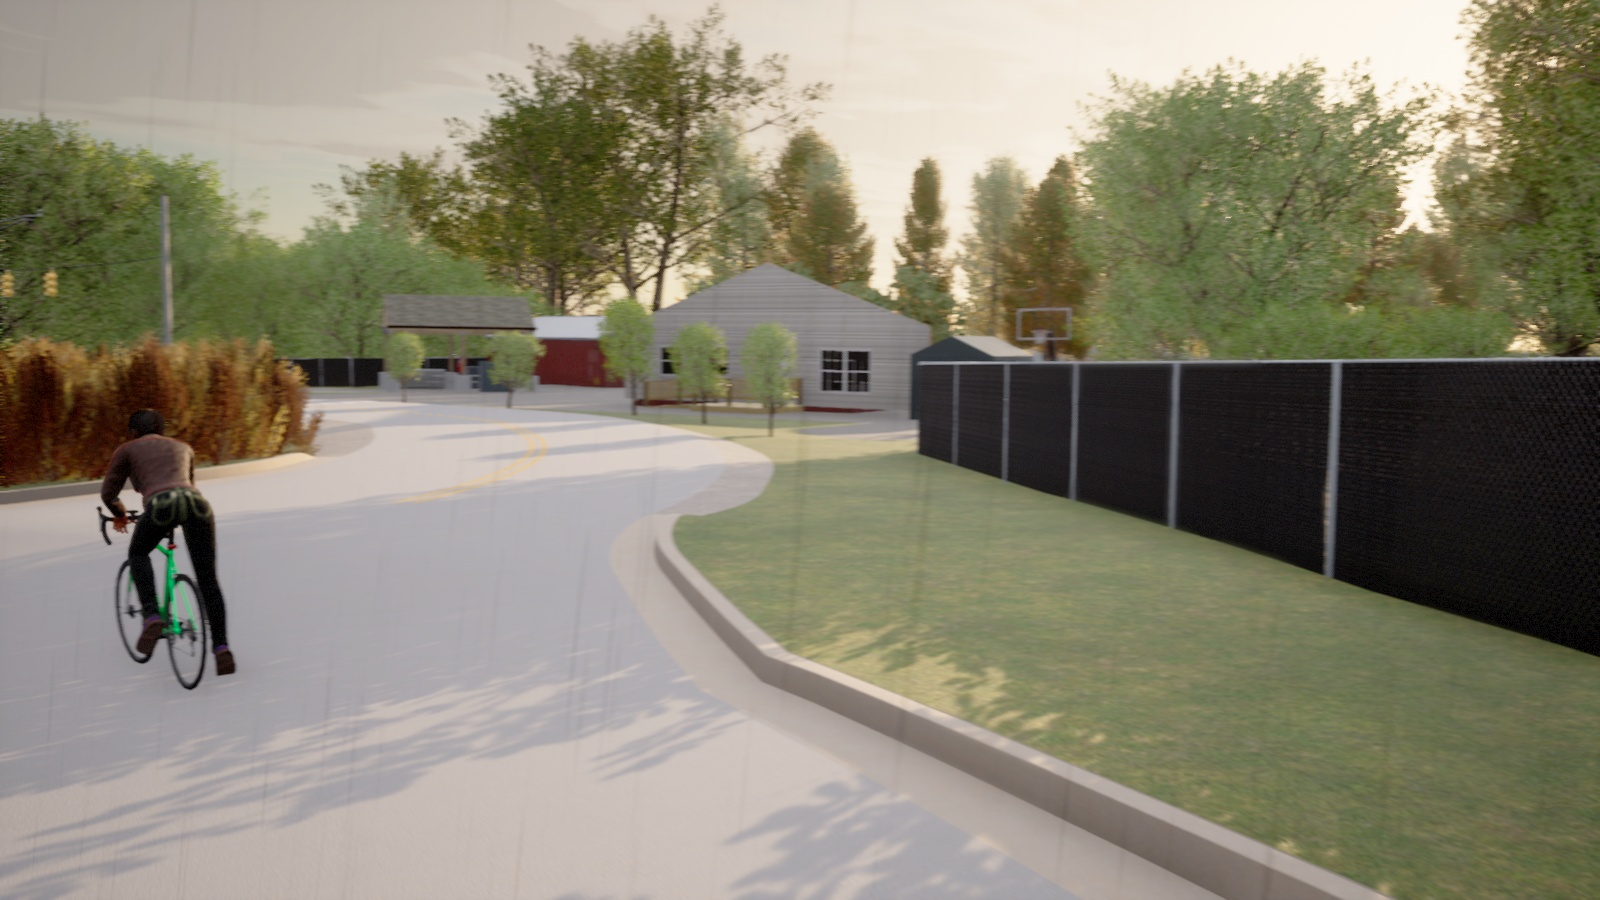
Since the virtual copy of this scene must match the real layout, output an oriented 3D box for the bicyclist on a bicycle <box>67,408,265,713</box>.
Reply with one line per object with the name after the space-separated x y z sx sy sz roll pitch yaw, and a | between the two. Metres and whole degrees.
-3.821 0.569 7.514 0.582 1.620 1.656 -3 4 -43 | bicyclist on a bicycle
